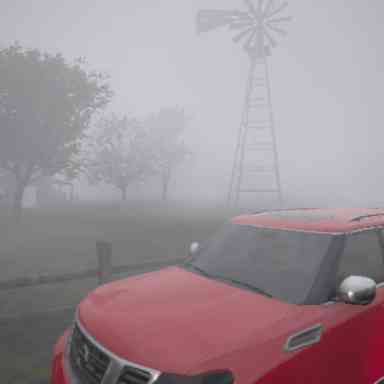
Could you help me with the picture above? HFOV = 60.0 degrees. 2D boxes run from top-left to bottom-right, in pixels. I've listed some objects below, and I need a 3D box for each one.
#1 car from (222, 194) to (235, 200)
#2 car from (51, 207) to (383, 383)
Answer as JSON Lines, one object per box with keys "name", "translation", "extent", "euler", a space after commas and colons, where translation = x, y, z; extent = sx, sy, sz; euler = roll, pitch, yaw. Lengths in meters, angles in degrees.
{"name": "car", "translation": [8.026, 1.169, 72.450], "extent": [1.837, 1.490, 4.892], "euler": [2, 0, -35]}
{"name": "car", "translation": [1.348, 1.249, 4.037], "extent": [5.566, 2.045, 2.150], "euler": [1, 0, -36]}
